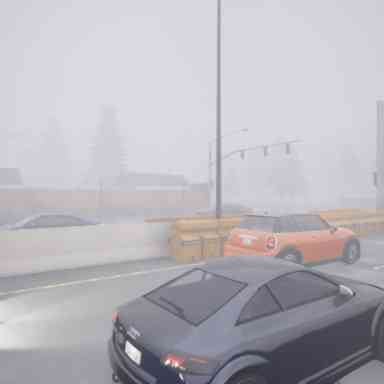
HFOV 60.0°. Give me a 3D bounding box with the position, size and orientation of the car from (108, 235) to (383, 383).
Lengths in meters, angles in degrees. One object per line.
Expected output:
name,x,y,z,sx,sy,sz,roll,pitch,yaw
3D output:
car,1.044,1.575,4.484,4.181,1.385,1.994,0,0,-35

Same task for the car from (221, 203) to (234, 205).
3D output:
car,2.652,1.603,27.247,5.357,1.411,2.033,0,0,-35

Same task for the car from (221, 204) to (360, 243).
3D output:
car,3.244,1.378,10.343,4.553,1.767,2.097,0,0,-35

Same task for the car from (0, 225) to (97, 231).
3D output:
car,-5.759,1.533,12.759,4.674,1.442,1.812,0,0,-36
